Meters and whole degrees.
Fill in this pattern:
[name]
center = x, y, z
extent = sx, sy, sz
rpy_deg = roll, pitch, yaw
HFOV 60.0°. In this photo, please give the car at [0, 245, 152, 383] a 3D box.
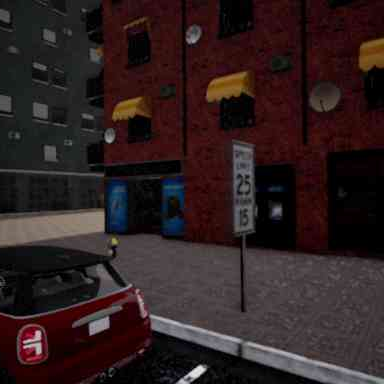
[car]
center = -2.580, 1.485, 4.718
extent = 4.097, 1.590, 1.967
rpy_deg = -1, -1, 36
